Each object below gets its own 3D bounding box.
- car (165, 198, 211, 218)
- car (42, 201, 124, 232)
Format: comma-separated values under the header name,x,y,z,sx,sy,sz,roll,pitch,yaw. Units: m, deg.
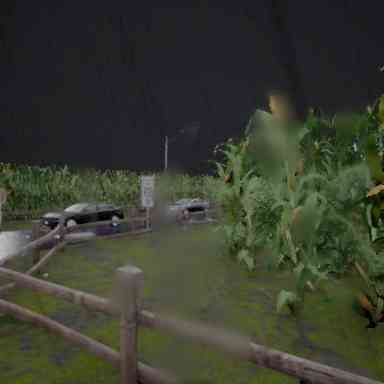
name,x,y,z,sx,sy,sz,roll,pitch,yaw
car,-0.297,1.300,28.278,2.128,1.511,4.902,1,1,36
car,-6.329,1.354,19.821,1.882,1.535,5.008,1,1,35
